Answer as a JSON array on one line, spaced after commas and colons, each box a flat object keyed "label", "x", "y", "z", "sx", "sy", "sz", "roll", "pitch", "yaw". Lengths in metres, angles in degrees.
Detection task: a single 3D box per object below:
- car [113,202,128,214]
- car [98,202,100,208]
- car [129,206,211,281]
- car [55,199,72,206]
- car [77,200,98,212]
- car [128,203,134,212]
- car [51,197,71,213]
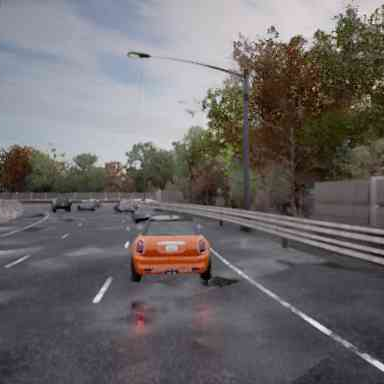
[{"label": "car", "x": -8.817, "y": 2.027, "z": 42.732, "sx": 2.033, "sy": 1.411, "sz": 5.357, "roll": 0, "pitch": -1, "yaw": -23}, {"label": "car", "x": -18.158, "y": 2.179, "z": 60.091, "sx": 2.128, "sy": 1.511, "sz": 4.902, "roll": 0, "pitch": -1, "yaw": -32}, {"label": "car", "x": -0.694, "y": 1.467, "z": 10.490, "sx": 2.097, "sy": 1.767, "sz": 4.553, "roll": 0, "pitch": -1, "yaw": -5}, {"label": "car", "x": -28.699, "y": 2.342, "z": 74.283, "sx": 1.882, "sy": 1.535, "sz": 5.008, "roll": 0, "pitch": -1, "yaw": -41}, {"label": "car", "x": -15.639, "y": 2.124, "z": 48.846, "sx": 1.994, "sy": 1.385, "sz": 4.181, "roll": 0, "pitch": -1, "yaw": -26}, {"label": "car", "x": -4.051, "y": 1.877, "z": 28.194, "sx": 1.994, "sy": 1.385, "sz": 4.181, "roll": 0, "pitch": -1, "yaw": -15}, {"label": "car", "x": -18.379, "y": 1.767, "z": 46.683, "sx": 2.150, "sy": 2.045, "sz": 5.566, "roll": 0, "pitch": -1, "yaw": -27}]
